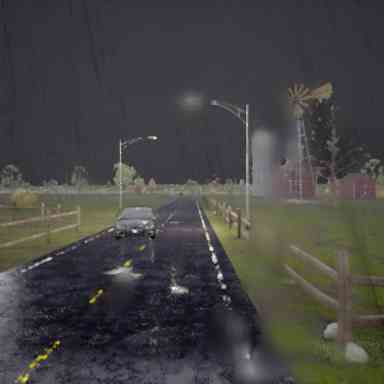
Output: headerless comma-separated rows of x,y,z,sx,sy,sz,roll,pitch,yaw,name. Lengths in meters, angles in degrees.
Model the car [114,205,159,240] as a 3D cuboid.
-2.730,1.477,16.890,1.837,1.490,4.892,0,0,-6,car
